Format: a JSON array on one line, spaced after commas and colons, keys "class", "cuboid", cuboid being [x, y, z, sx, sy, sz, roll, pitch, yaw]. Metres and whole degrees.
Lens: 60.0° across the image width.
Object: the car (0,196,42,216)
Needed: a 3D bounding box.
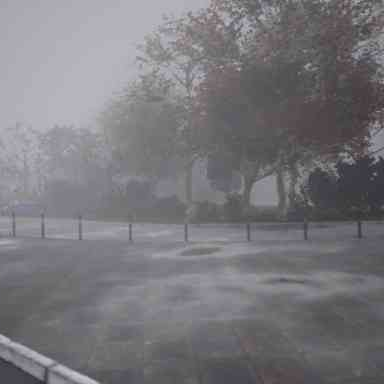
[{"class": "car", "cuboid": [-18.371, 1.604, 35.727, 2.185, 1.767, 4.553, 0, 0, 34]}]
